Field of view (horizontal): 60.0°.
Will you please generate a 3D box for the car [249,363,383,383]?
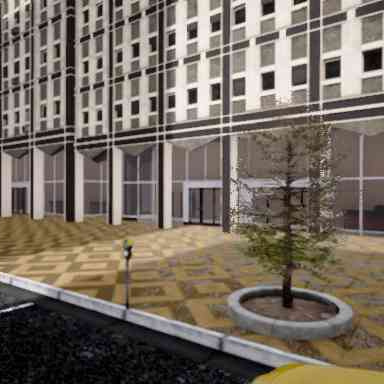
[{"bbox_3d":[2.224,1.519,1.275,4.829,1.417,1.752,0,0,36],"label":"car"}]
